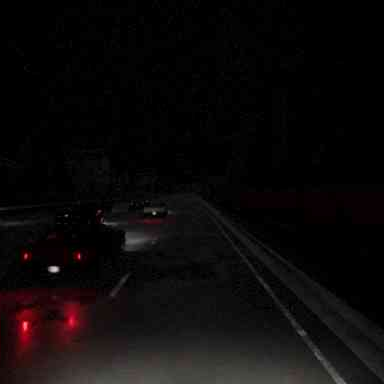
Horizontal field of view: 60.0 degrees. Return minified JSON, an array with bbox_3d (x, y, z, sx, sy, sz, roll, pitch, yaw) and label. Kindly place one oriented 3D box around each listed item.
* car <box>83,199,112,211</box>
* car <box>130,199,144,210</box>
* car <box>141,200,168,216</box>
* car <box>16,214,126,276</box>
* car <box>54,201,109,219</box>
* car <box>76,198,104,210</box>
[{"bbox_3d":[-10.378,1.514,37.526,1.882,1.535,5.008,0,0,0],"label":"car"},{"bbox_3d":[-6.874,1.585,43.490,1.994,1.385,4.181,0,0,0],"label":"car"},{"bbox_3d":[-3.382,1.610,31.998,1.895,1.301,4.718,0,0,0],"label":"car"},{"bbox_3d":[-3.397,1.613,10.413,1.895,1.301,4.718,0,0,0],"label":"car"},{"bbox_3d":[-6.889,1.530,20.690,1.837,1.490,4.892,0,0,0],"label":"car"},{"bbox_3d":[-13.760,1.596,45.380,2.033,1.411,5.357,0,0,2],"label":"car"}]
